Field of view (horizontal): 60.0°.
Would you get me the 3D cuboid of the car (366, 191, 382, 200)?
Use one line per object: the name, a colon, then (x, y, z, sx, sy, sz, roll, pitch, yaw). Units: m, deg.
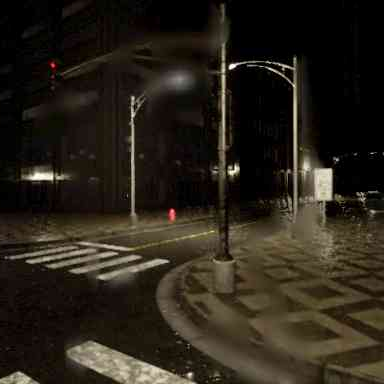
car: (29.324, 0.531, 53.655, 2.128, 1.511, 4.902, 0, 1, 36)
